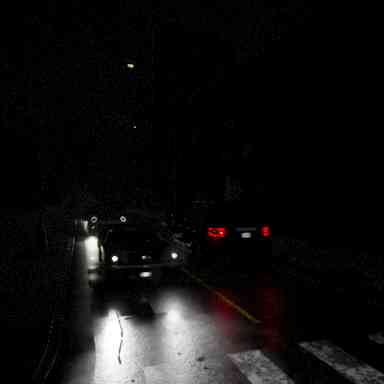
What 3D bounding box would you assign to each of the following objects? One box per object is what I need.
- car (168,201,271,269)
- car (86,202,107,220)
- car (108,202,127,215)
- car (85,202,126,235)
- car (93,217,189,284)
[{"bbox_3d":[0.670,1.342,11.956,2.150,2.045,5.566,1,-1,-19],"label":"car"},{"bbox_3d":[-9.678,1.860,33.513,1.882,1.535,5.008,1,-1,-18],"label":"car"},{"bbox_3d":[-9.608,2.057,42.482,1.837,1.490,4.892,1,-1,-19],"label":"car"},{"bbox_3d":[-5.212,1.539,20.177,2.097,1.767,4.553,1,-1,-19],"label":"car"},{"bbox_3d":[-1.795,1.670,10.010,1.895,1.301,4.718,1,-1,-18],"label":"car"}]
